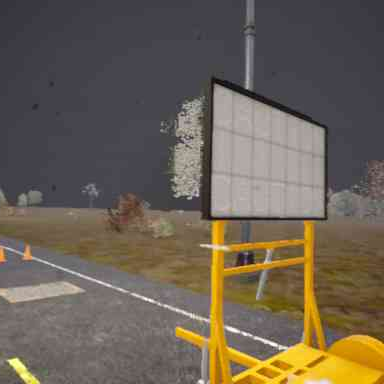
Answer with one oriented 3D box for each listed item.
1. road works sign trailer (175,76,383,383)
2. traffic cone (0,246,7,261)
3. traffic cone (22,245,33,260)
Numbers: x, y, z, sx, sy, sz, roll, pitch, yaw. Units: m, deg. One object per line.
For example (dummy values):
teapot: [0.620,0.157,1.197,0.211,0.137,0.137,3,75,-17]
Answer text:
road works sign trailer: [0.796,0.724,3.950,2.380,3.560,2.880,5,-4,-43]
traffic cone: [-7.810,2.529,13.654,0.340,0.580,0.340,5,-4,-43]
traffic cone: [-7.085,2.587,14.340,0.340,0.580,0.340,5,-4,-43]
